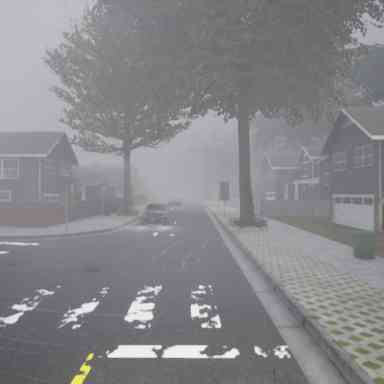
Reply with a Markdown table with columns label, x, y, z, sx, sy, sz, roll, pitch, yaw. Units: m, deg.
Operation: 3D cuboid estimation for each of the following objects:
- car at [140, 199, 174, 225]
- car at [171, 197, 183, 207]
| label | x | y | z | sx | sy | sz | roll | pitch | yaw |
| --- | --- | --- | --- | --- | --- | --- | --- | --- | --- |
| car | -2.603 | 1.557 | 24.589 | 1.837 | 1.490 | 4.892 | 0 | 0 | 1 |
| car | -2.431 | 1.490 | 49.323 | 1.994 | 1.385 | 4.181 | 0 | 0 | 0 |
